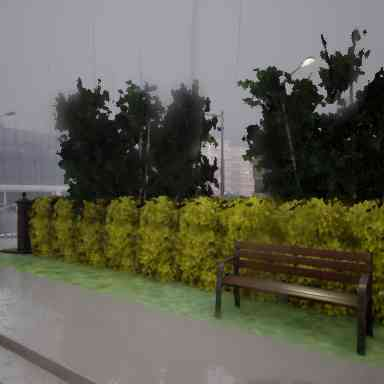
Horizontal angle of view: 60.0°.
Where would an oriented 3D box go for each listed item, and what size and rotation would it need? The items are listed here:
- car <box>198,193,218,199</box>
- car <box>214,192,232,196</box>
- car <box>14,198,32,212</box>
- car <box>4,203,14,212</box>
[{"bbox_3d":[3.392,0.819,69.588,1.895,1.301,4.718,0,1,35],"label":"car"},{"bbox_3d":[6.766,0.691,68.318,1.882,1.535,5.008,0,1,35],"label":"car"},{"bbox_3d":[-16.119,1.553,35.897,1.895,1.301,4.718,0,0,36],"label":"car"},{"bbox_3d":[-18.874,1.479,38.046,1.812,1.442,4.674,0,0,35],"label":"car"}]
